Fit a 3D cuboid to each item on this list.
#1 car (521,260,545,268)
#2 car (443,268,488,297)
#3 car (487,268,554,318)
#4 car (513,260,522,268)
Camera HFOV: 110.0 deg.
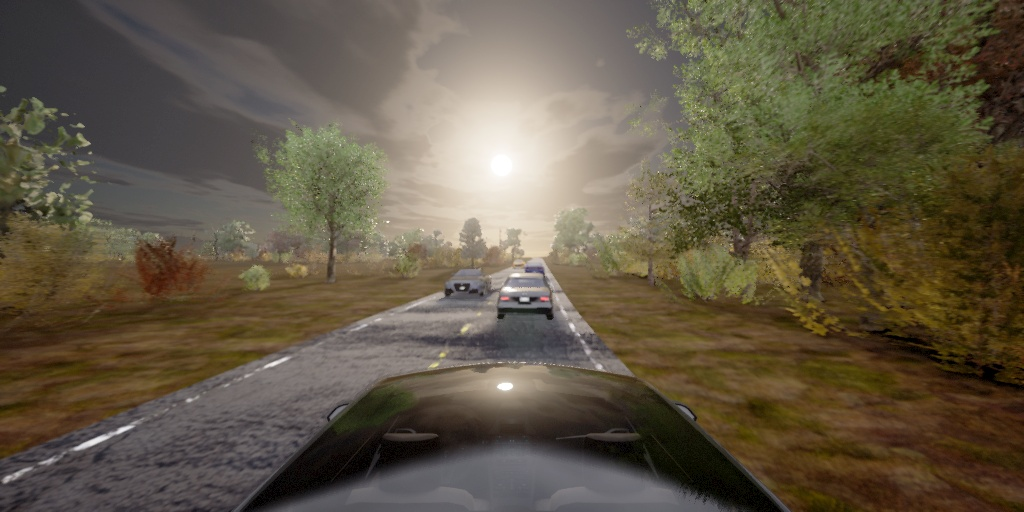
[{"bbox_3d":[2.219,1.319,35.308,1.882,1.535,5.008,0,0,5],"label":"car"},{"bbox_3d":[-2.263,1.361,19.249,1.994,1.385,4.181,0,0,4],"label":"car"},{"bbox_3d":[0.523,1.331,13.060,2.033,1.411,5.357,0,0,3],"label":"car"},{"bbox_3d":[1.201,1.367,61.942,1.882,1.535,5.008,0,0,5],"label":"car"}]
